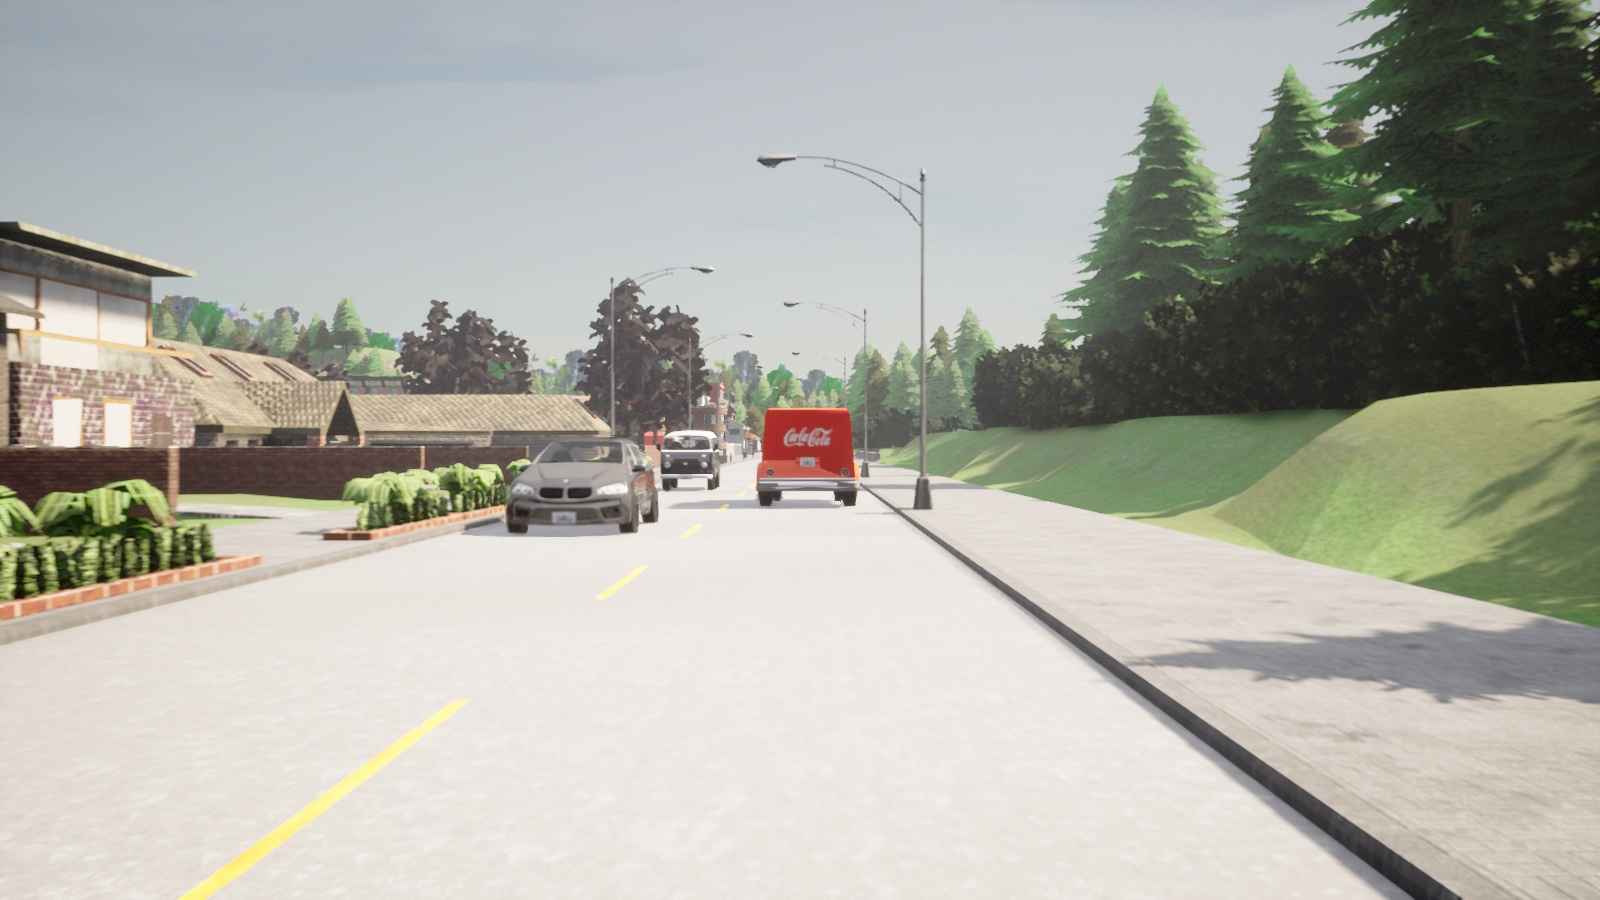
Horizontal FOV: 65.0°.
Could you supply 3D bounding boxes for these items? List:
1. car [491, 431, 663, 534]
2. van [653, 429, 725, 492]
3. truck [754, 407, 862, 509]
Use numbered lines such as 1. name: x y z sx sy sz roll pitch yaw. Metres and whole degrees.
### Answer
1. car: -3.855 0.518 22.600 2.242 1.667 4.611 0 0 0
2. van: -3.738 0.334 43.016 2.069 2.038 4.480 0 0 0
3. truck: 0.205 0.163 33.010 2.627 2.467 5.204 0 1 0
